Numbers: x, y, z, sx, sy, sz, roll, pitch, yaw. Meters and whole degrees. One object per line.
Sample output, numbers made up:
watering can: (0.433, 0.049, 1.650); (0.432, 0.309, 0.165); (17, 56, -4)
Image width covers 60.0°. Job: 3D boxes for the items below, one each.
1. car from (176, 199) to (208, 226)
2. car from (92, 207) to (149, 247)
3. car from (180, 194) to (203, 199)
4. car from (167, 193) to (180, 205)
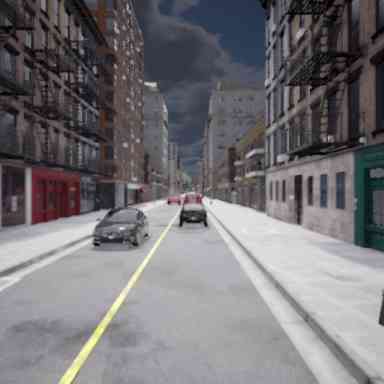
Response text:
car: (0.093, 1.472, 23.139); (1.882, 1.535, 5.008); (0, 0, 0)
car: (-3.100, 1.501, 15.183); (1.837, 1.490, 4.892); (0, 0, 0)
car: (0.075, 1.212, 37.212); (2.150, 2.045, 5.566); (0, 0, 0)
car: (-3.048, 1.202, 56.831); (2.150, 2.045, 5.566); (0, 0, 1)
